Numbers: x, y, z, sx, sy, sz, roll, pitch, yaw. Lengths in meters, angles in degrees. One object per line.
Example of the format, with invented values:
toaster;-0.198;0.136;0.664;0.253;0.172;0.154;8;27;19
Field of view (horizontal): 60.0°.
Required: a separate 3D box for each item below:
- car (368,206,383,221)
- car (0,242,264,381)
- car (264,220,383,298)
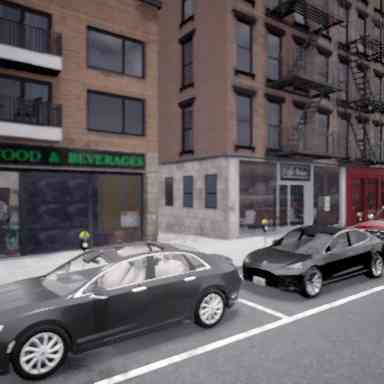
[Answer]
car;7.646;1.314;11.645;5.009;1.841;2.192;0;0;-35
car;-1.160;1.551;5.371;4.403;1.369;2.008;0;0;-35
car;3.243;1.566;8.508;4.313;1.339;1.947;0;0;-35
